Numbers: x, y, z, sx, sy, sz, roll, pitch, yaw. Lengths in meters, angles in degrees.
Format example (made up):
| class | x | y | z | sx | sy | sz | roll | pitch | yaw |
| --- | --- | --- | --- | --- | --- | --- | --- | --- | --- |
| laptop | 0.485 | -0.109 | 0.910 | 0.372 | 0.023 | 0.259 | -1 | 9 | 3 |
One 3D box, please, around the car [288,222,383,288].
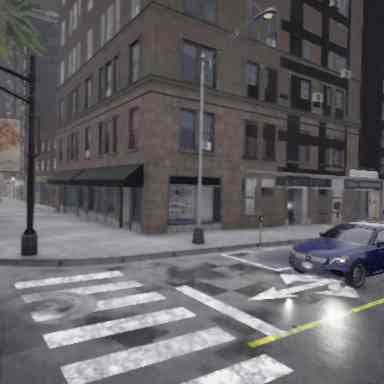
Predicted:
| class | x | y | z | sx | sy | sz | roll | pitch | yaw |
| --- | --- | --- | --- | --- | --- | --- | --- | --- | --- |
| car | 4.861 | 1.633 | 9.645 | 4.674 | 1.442 | 1.812 | 1 | 1 | -33 |
